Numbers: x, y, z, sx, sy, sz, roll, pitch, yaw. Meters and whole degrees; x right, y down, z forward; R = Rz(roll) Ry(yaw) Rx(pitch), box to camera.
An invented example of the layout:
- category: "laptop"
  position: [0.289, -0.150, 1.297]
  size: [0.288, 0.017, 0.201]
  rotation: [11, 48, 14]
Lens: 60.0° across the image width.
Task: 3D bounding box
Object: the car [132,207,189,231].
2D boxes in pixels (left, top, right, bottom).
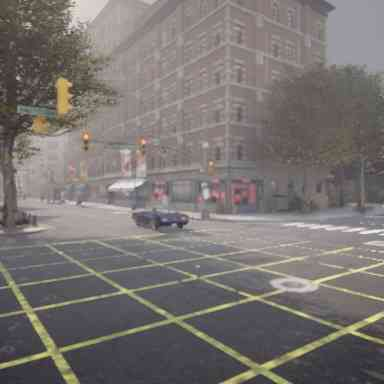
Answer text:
- category: "car"
  position: [-2.099, 1.546, 20.555]
  size: [1.895, 1.301, 4.718]
  rotation: [0, 0, -30]
